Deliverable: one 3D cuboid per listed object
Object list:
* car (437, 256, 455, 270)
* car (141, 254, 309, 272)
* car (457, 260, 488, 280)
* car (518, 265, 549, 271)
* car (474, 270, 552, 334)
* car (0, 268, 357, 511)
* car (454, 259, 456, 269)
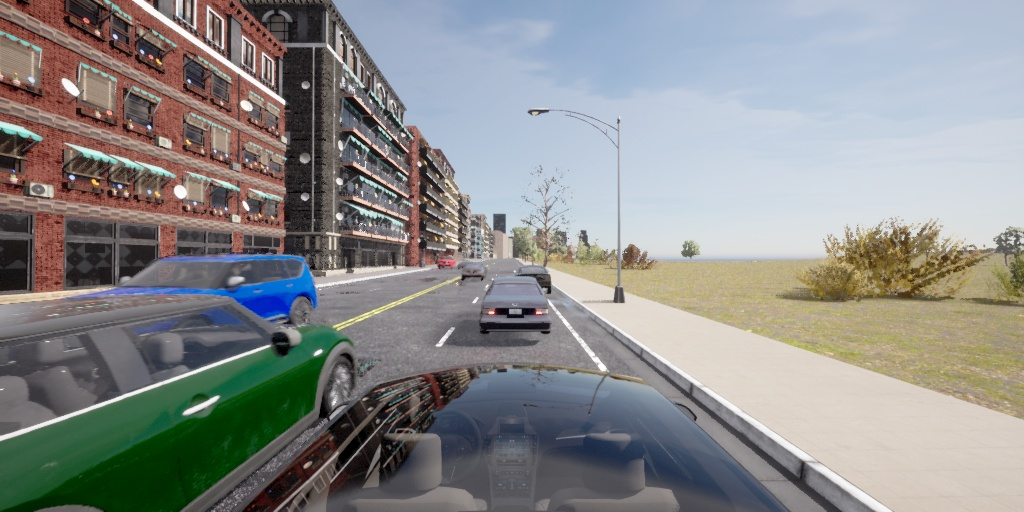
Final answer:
[{"bbox_3d":[-9.898,0.970,54.810,2.150,2.045,5.566,0,0,0],"label":"car"},{"bbox_3d":[-6.609,0.972,7.974,2.150,2.045,5.566,0,0,0],"label":"car"},{"bbox_3d":[-3.182,1.299,30.906,2.033,1.411,5.357,0,0,0],"label":"car"},{"bbox_3d":[1.118,1.230,20.350,1.882,1.535,5.008,0,0,0],"label":"car"},{"bbox_3d":[0.093,1.299,10.586,2.033,1.411,5.357,0,0,0],"label":"car"},{"bbox_3d":[-3.153,1.103,3.029,2.097,1.767,4.553,0,0,0],"label":"car"},{"bbox_3d":[-6.646,1.314,51.378,1.994,1.385,4.181,0,0,0],"label":"car"}]
